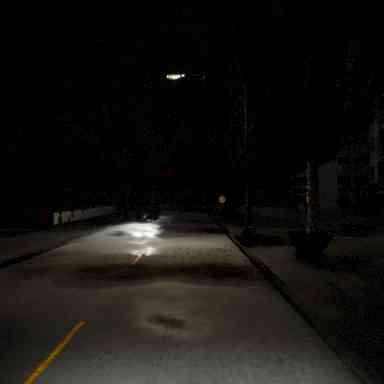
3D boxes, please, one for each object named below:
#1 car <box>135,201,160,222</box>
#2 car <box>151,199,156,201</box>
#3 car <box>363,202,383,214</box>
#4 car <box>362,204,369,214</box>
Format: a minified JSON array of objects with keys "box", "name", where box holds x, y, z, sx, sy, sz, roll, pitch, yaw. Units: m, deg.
[{"box":[-4.076,1.914,31.145,2.128,1.511,4.902,0,-1,0],"name":"car"},{"box":[-9.047,2.438,75.666,3.633,1.501,1.845,0,-1,0],"name":"car"},{"box":[23.925,2.022,43.436,1.845,1.501,3.633,0,-1,11],"name":"car"},{"box":[23.583,2.227,40.636,4.974,1.542,2.038,0,-1,30],"name":"car"}]
